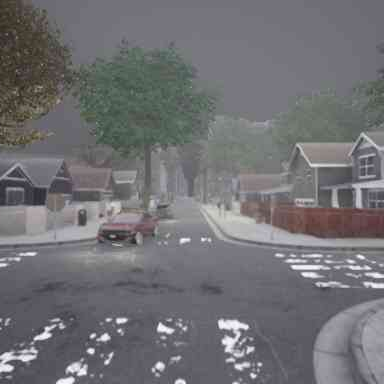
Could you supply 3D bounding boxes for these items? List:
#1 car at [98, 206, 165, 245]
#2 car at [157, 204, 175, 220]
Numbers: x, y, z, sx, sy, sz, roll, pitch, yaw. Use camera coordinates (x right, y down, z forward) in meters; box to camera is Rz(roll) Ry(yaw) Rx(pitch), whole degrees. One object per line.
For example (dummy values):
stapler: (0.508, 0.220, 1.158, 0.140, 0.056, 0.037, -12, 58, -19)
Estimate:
car: (-3.086, 1.701, 17.091, 1.882, 1.535, 5.008, 1, 0, 9)
car: (-2.752, 1.942, 32.856, 1.837, 1.490, 4.892, 0, 0, 0)
